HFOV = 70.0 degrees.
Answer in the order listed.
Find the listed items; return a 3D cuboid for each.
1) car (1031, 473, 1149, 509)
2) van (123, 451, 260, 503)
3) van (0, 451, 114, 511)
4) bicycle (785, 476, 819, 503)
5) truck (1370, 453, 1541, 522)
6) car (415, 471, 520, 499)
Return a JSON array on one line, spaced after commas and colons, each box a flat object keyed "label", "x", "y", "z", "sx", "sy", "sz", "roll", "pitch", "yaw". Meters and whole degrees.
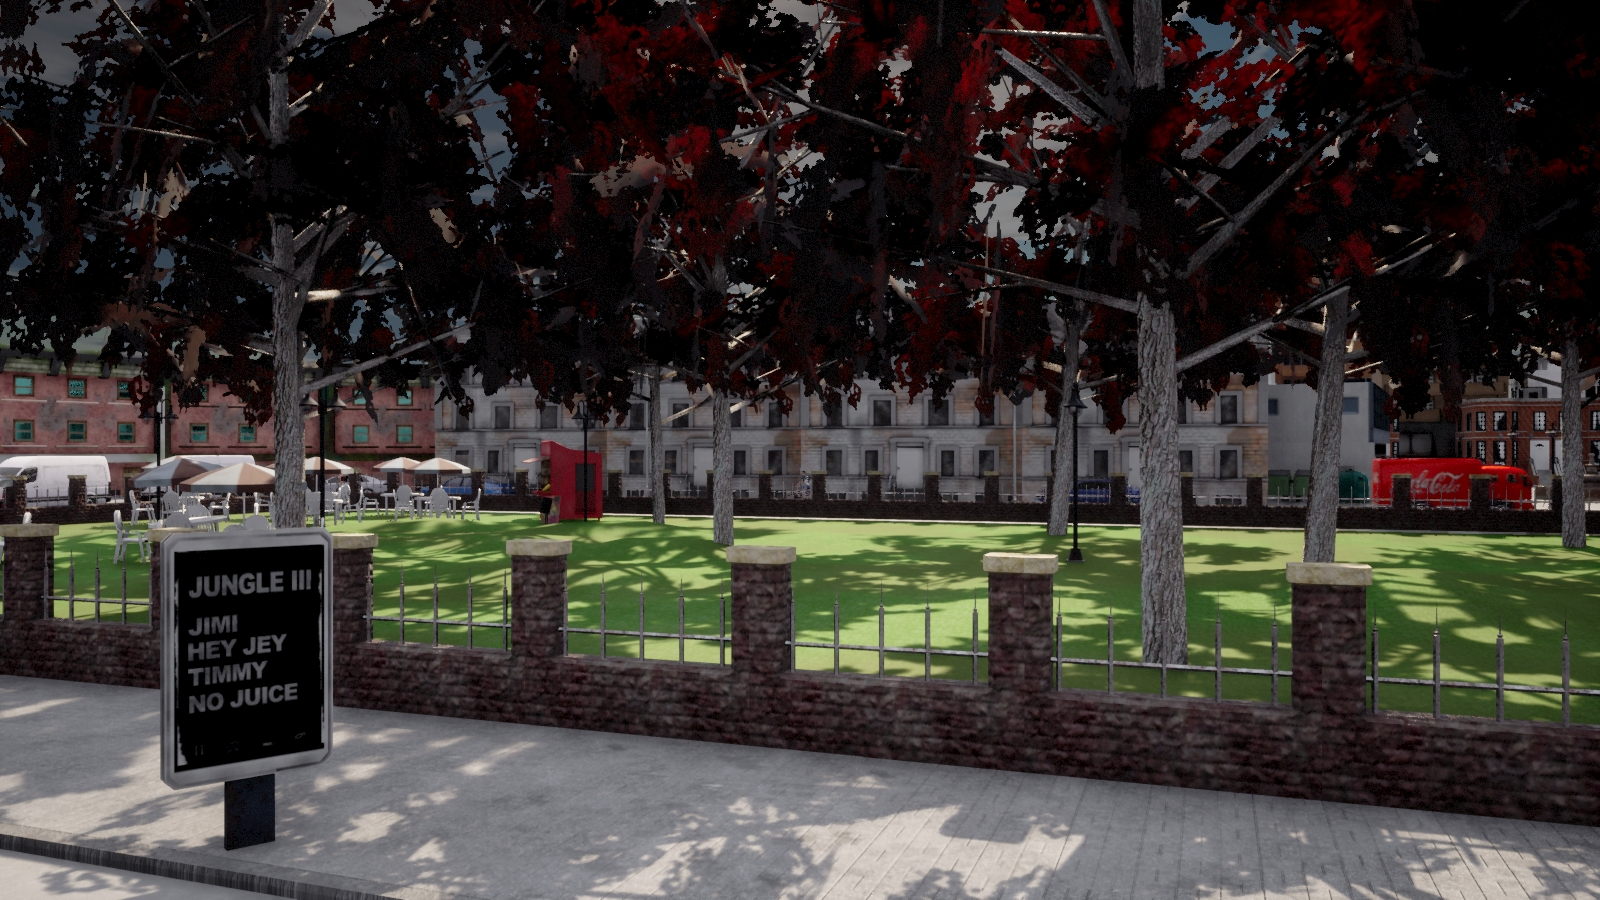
[{"label": "car", "x": 13.082, "y": 1.817, "z": 51.515, "sx": 5.006, "sy": 1.535, "sz": 2.097, "roll": 0, "pitch": 0, "yaw": 20}, {"label": "van", "x": -31.314, "y": 1.336, "z": 58.944, "sx": 1.988, "sy": 2.561, "sz": 5.915, "roll": 0, "pitch": 0, "yaw": 41}, {"label": "van", "x": -34.456, "y": 1.334, "z": 51.696, "sx": 1.988, "sy": 2.561, "sz": 5.915, "roll": 0, "pitch": 0, "yaw": 21}, {"label": "bicycle", "x": 0.099, "y": 1.944, "z": 56.215, "sx": 1.643, "sy": 1.296, "sz": 0.373, "roll": 0, "pitch": 0, "yaw": 20}, {"label": "truck", "x": 24.562, "y": 1.345, "z": 43.090, "sx": 5.204, "sy": 2.467, "sz": 2.627, "roll": 0, "pitch": 0, "yaw": 20}, {"label": "car", "x": -18.262, "y": 1.902, "z": 62.828, "sx": 5.357, "sy": 1.411, "sz": 2.033, "roll": 0, "pitch": 0, "yaw": 19}]
